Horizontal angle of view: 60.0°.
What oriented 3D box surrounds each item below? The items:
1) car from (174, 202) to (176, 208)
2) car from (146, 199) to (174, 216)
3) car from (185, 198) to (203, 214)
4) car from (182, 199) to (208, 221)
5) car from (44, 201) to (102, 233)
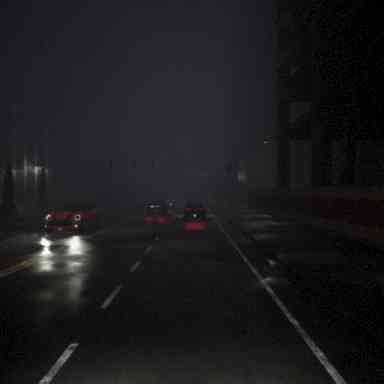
[{"bbox_3d":[-3.205,1.627,44.009,1.895,1.301,4.718,0,0,0],"label":"car"},{"bbox_3d":[-3.256,1.510,32.379,2.128,1.511,4.902,0,0,0],"label":"car"},{"bbox_3d":[0.260,1.502,37.110,1.882,1.535,5.008,0,0,2],"label":"car"},{"bbox_3d":[0.222,1.523,27.651,1.837,1.490,4.892,0,0,0],"label":"car"},{"bbox_3d":[-6.915,1.359,19.695,2.097,1.767,4.553,0,0,0],"label":"car"}]
